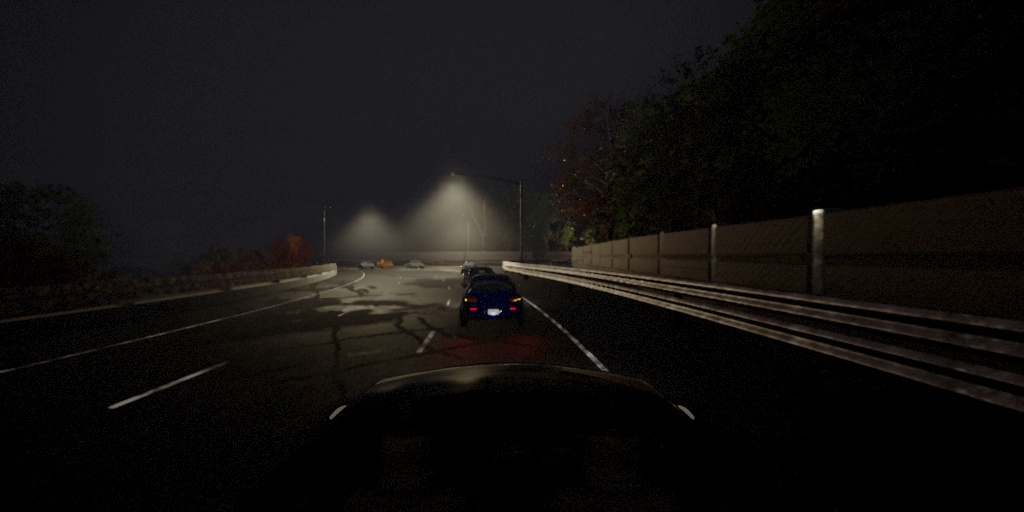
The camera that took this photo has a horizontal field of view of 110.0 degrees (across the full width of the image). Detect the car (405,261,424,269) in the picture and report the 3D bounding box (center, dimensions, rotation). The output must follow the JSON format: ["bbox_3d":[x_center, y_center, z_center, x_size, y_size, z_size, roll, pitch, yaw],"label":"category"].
[{"bbox_3d":[-15.988,1.477,58.507,1.895,1.301,4.718,0,0,-31],"label":"car"}]

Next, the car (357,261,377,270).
[{"bbox_3d":[-23.624,1.487,57.643,1.895,1.301,4.718,0,0,-32],"label":"car"}]

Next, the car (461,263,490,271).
[{"bbox_3d":[-1.925,1.337,21.371,2.033,1.411,5.357,0,0,-9],"label":"car"}]

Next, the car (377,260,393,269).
[{"bbox_3d":[-21.736,1.367,61.134,1.882,1.535,5.008,0,0,-33],"label":"car"}]

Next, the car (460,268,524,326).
[{"bbox_3d":[-0.694,1.295,11.677,1.812,1.442,4.674,0,0,-5],"label":"car"}]
